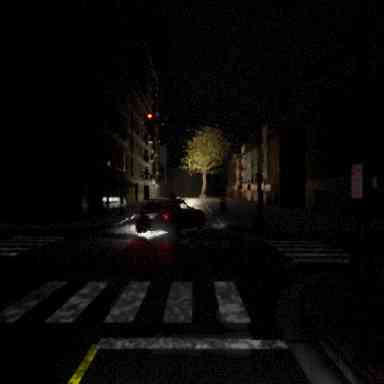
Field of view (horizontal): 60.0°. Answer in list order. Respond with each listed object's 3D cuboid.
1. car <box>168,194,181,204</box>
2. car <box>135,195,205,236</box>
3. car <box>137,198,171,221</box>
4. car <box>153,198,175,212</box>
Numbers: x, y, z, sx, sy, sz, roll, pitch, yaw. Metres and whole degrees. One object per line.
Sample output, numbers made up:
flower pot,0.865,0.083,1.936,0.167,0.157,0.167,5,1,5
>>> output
car,-2.771,1.093,54.763,1.837,1.490,4.892,0,0,0
car,-1.022,1.219,17.856,2.097,1.767,4.553,0,0,26
car,-2.855,1.293,26.044,2.128,1.511,4.902,0,0,0
car,-2.861,1.332,35.255,1.895,1.301,4.718,0,0,0
